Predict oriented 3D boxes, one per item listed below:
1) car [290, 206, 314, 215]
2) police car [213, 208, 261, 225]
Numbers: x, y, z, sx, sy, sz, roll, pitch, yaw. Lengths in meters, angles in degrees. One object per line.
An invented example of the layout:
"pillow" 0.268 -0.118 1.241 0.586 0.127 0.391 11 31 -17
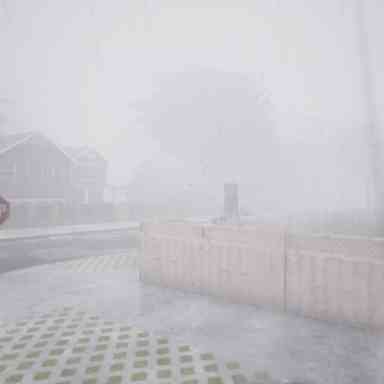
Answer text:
"car" 15.271 2.624 45.957 2.033 1.411 5.357 1 -1 36
"police car" 3.640 2.034 25.204 2.038 1.542 4.974 1 -1 36
